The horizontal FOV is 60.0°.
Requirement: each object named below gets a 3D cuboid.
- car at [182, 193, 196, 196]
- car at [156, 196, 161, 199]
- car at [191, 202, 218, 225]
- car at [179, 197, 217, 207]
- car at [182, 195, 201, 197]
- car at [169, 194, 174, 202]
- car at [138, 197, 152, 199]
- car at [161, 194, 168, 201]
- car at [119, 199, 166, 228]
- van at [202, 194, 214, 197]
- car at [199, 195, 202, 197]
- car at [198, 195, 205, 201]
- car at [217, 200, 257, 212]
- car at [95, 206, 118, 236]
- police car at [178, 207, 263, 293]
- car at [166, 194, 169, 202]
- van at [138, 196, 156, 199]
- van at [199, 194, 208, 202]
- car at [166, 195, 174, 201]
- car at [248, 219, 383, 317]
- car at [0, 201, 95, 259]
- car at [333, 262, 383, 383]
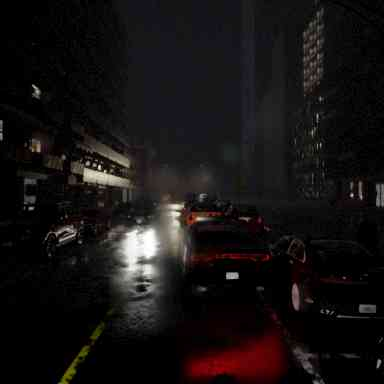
[{"bbox_3d":[-0.130,1.230,59.446,2.150,2.045,5.566,0,0,0],"label":"car"},{"bbox_3d":[-5.779,1.530,46.065,1.752,1.417,4.829,1,0,0],"label":"car"},{"bbox_3d":[0.845,1.527,24.947,1.812,1.442,4.674,0,0,0],"label":"car"},{"bbox_3d":[0.485,1.352,18.827,2.097,1.767,4.553,0,0,-7],"label":"car"},{"bbox_3d":[-0.086,1.531,45.842,1.812,1.442,4.674,0,0,0],"label":"car"},{"bbox_3d":[-5.838,1.327,74.083,2.192,1.841,5.009,1,0,0],"label":"car"},{"bbox_3d":[-5.756,1.554,35.095,2.008,1.369,4.403,1,0,0],"label":"car"},{"bbox_3d":[-5.805,1.558,57.373,2.008,1.369,4.403,1,0,0],"label":"car"},{"bbox_3d":[-3.148,1.492,22.334,2.128,1.511,4.902,0,0,0],"label":"car"},{"bbox_3d":[2.603,1.346,46.253,1.690,1.788,3.998,1,0,0],"label":"van"},{"bbox_3d":[2.575,1.590,57.391,1.802,1.307,4.206,1,0,0],"label":"car"},{"bbox_3d":[2.501,1.545,90.979,1.752,1.417,4.829,1,0,0],"label":"car"},{"bbox_3d":[2.662,1.441,18.403,1.967,1.590,4.097,1,0,0],"label":"car"},{"bbox_3d":[-5.719,1.545,18.386,1.887,1.381,4.507,1,0,0],"label":"car"},{"bbox_3d":[0.665,1.425,9.042,1.930,1.638,5.238,0,0,-3],"label":"police car"},{"bbox_3d":[-5.817,1.534,62.774,1.752,1.417,4.829,1,0,0],"label":"car"},{"bbox_3d":[-5.765,1.345,40.666,1.690,1.788,3.998,1,0,0],"label":"van"},{"bbox_3d":[2.541,1.354,74.101,1.690,1.788,3.998,1,0,0],"label":"van"},{"bbox_3d":[-5.879,1.564,90.792,1.887,1.381,4.507,1,0,0],"label":"car"},{"bbox_3d":[2.686,1.551,7.264,2.008,1.369,4.403,1,0,0],"label":"car"},{"bbox_3d":[-5.703,1.315,12.816,2.192,1.841,5.009,1,0,0],"label":"car"},{"bbox_3d":[2.698,1.551,1.696,2.008,1.369,4.403,1,0,0],"label":"car"}]
